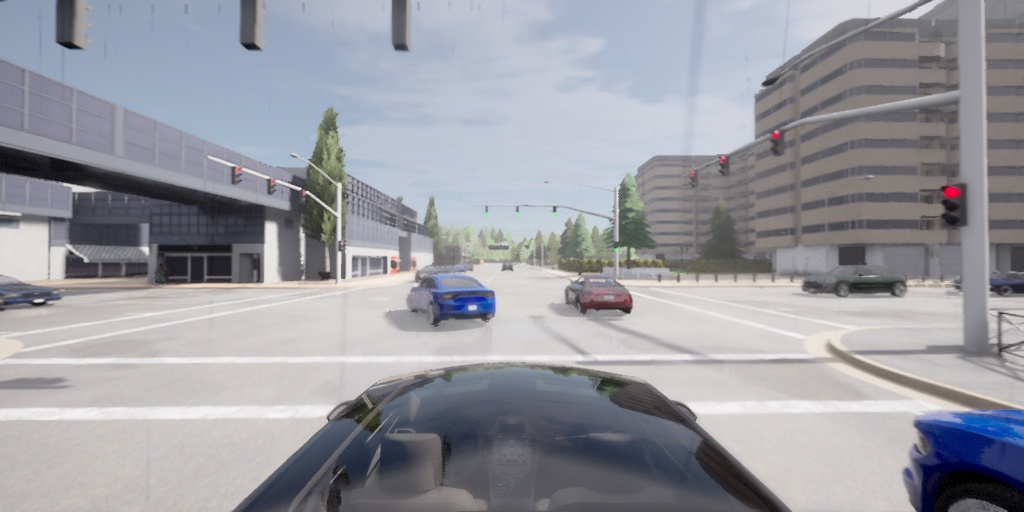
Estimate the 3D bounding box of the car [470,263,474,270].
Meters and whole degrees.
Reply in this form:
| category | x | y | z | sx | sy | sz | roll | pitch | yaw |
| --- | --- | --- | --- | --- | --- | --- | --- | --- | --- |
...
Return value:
| category | x | y | z | sx | sy | sz | roll | pitch | yaw |
| --- | --- | --- | --- | --- | --- | --- | --- | --- | --- |
| car | -7.862 | 2.005 | 64.007 | 2.128 | 1.511 | 4.902 | 0 | -1 | -1 |

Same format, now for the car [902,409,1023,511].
| category | x | y | z | sx | sy | sz | roll | pitch | yaw |
| --- | --- | --- | --- | --- | --- | --- | --- | --- | --- |
| car | 3.580 | 1.208 | 0.321 | 1.882 | 1.535 | 5.008 | 0 | -1 | 0 |

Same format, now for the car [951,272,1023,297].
| category | x | y | z | sx | sy | sz | roll | pitch | yaw |
| --- | --- | --- | --- | --- | --- | --- | --- | --- | --- |
| car | 27.769 | 1.550 | 19.966 | 4.718 | 1.301 | 1.895 | 0 | -1 | -1 |

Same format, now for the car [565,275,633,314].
| category | x | y | z | sx | sy | sz | roll | pitch | yaw |
| --- | --- | --- | --- | --- | --- | --- | --- | --- | --- |
| car | 3.412 | 1.470 | 14.747 | 1.994 | 1.385 | 4.181 | 0 | -1 | -1 |

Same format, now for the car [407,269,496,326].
| category | x | y | z | sx | sy | sz | roll | pitch | yaw |
| --- | --- | --- | --- | --- | --- | --- | --- | --- | --- |
| car | -2.271 | 1.361 | 12.494 | 1.882 | 1.535 | 5.008 | 1 | -1 | -27 |

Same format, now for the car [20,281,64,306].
| category | x | y | z | sx | sy | sz | roll | pitch | yaw |
| --- | --- | --- | --- | --- | --- | --- | --- | --- | --- |
| car | -22.372 | 1.477 | 14.943 | 5.357 | 1.411 | 2.033 | 0 | -1 | 0 |

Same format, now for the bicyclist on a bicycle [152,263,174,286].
| category | x | y | z | sx | sy | sz | roll | pitch | yaw |
| --- | --- | --- | --- | --- | --- | --- | --- | --- | --- |
| bicyclist on a bicycle | -25.701 | 1.375 | 26.406 | 0.582 | 1.620 | 1.656 | 0 | -1 | 0 |

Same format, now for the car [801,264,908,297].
| category | x | y | z | sx | sy | sz | roll | pitch | yaw |
| --- | --- | --- | --- | --- | --- | --- | --- | --- | --- |
| car | 18.781 | 1.307 | 19.846 | 4.553 | 1.767 | 2.097 | 0 | -1 | -1 |

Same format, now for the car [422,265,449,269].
| category | x | y | z | sx | sy | sz | roll | pitch | yaw |
| --- | --- | --- | --- | --- | --- | --- | --- | --- | --- |
| car | -7.659 | 1.634 | 33.456 | 2.128 | 1.511 | 4.902 | 0 | -1 | 0 |

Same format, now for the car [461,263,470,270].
| category | x | y | z | sx | sy | sz | roll | pitch | yaw |
| --- | --- | --- | --- | --- | --- | --- | --- | --- | --- |
| car | -7.794 | 1.913 | 53.607 | 1.812 | 1.442 | 4.674 | 0 | -1 | 0 |

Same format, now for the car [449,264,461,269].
| category | x | y | z | sx | sy | sz | roll | pitch | yaw |
| --- | --- | --- | --- | --- | --- | --- | --- | --- | --- |
| car | -7.728 | 1.827 | 43.414 | 1.994 | 1.385 | 4.181 | 0 | -1 | -1 |

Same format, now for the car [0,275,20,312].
| category | x | y | z | sx | sy | sz | roll | pitch | yaw |
| --- | --- | --- | --- | --- | --- | --- | --- | --- | --- |
| car | -19.911 | 1.433 | 11.459 | 5.357 | 1.411 | 2.033 | 0 | -1 | 0 |
